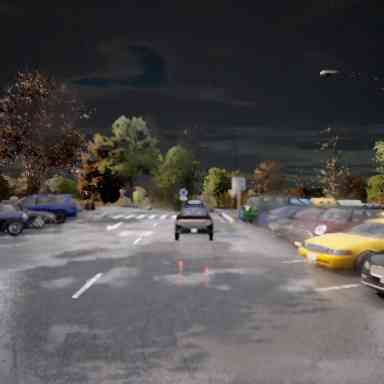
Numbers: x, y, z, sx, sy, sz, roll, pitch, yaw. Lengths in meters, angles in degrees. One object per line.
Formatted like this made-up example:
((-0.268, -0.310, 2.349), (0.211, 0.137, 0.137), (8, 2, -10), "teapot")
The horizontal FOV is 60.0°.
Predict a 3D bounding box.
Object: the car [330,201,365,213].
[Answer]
((24.690, 2.360, 53.115), (2.231, 1.521, 4.892), (2, -1, -21), "car")

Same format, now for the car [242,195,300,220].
((6.023, 1.215, 22.029), (5.566, 2.045, 2.435), (1, 0, -20), "car")

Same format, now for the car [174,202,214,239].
((0.097, 1.476, 17.029), (2.128, 1.511, 4.902), (0, 0, 0), "car")

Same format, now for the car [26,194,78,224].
((-10.976, 1.214, 23.433), (5.566, 2.045, 2.435), (-1, 0, -20), "car")

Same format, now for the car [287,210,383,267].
((5.828, 1.472, 10.107), (5.366, 1.575, 1.946), (1, 0, -20), "car")

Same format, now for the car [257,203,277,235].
((6.003, 1.473, 16.095), (4.892, 1.521, 2.231), (1, 0, -20), "car")

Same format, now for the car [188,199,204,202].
((0.414, 1.476, 32.780), (1.882, 1.535, 5.008), (0, -1, 6), "car")

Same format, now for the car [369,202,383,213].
((31.403, 2.563, 53.369), (1.946, 1.575, 5.366), (2, -1, -21), "car")

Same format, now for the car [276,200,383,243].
((6.030, 1.349, 13.144), (4.553, 1.767, 2.185), (1, 0, -20), "car")

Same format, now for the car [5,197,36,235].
((-10.922, 1.344, 17.414), (4.553, 1.767, 2.185), (-1, 0, -20), "car")

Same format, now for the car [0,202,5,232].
((-10.982, 1.348, 14.376), (4.553, 1.767, 2.185), (-1, 0, -20), "car")

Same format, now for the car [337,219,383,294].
((6.001, 1.481, 7.224), (4.892, 1.521, 2.231), (1, 0, -20), "car")

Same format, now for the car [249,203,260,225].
((5.997, 1.509, 19.053), (4.674, 1.452, 2.002), (1, 0, -20), "car")

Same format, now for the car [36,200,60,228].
((-10.957, 1.469, 20.429), (4.892, 1.521, 2.231), (-1, 0, -20), "car")

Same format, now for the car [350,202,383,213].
((28.083, 2.464, 53.147), (2.231, 1.521, 4.892), (2, -1, -21), "car")
